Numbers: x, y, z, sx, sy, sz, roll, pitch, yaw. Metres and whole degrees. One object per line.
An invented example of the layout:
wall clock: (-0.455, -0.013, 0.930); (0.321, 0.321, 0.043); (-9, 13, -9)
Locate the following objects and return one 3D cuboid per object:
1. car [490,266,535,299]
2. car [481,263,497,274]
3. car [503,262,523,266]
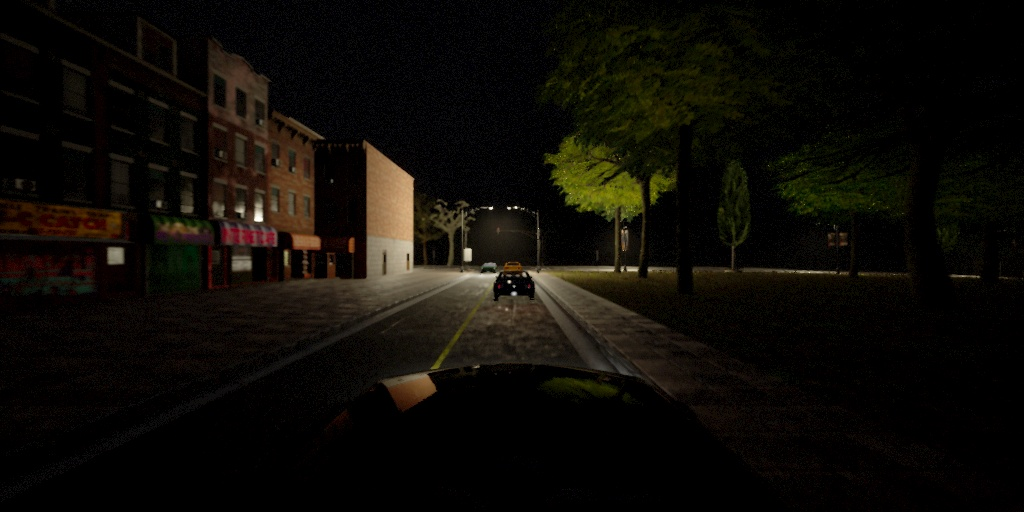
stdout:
car: (0.094, 1.378, 17.928); (1.895, 1.301, 4.718); (0, 0, 0)
car: (-2.777, 1.530, 44.096); (1.895, 1.301, 4.718); (0, 0, 0)
car: (0.092, 1.348, 36.315); (1.882, 1.535, 5.008); (0, 0, 0)
